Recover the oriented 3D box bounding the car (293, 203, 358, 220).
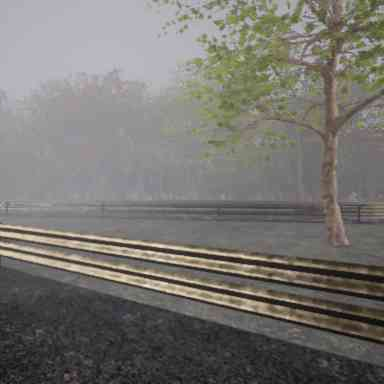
[{"bbox_3d":[11.515,1.616,28.936,5.357,1.411,2.033,0,0,14],"label":"car"}]
